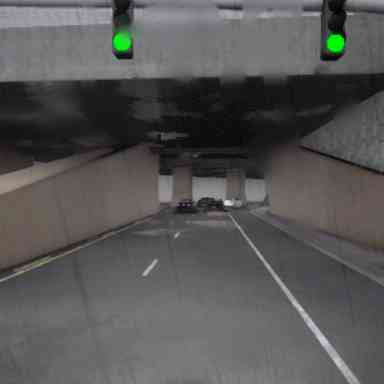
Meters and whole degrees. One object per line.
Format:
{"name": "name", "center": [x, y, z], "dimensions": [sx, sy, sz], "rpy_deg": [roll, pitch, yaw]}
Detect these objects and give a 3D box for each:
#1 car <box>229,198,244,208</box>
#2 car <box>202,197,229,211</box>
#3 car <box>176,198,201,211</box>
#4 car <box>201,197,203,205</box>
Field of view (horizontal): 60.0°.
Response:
{"name": "car", "center": [6.203, 1.562, 49.947], "dimensions": [1.812, 1.442, 4.674], "rpy_deg": [1, 0, 33]}
{"name": "car", "center": [2.928, 1.499, 40.045], "dimensions": [2.128, 1.511, 4.902], "rpy_deg": [1, 0, 9]}
{"name": "car", "center": [-0.593, 1.518, 40.195], "dimensions": [2.033, 1.411, 5.357], "rpy_deg": [1, 0, 9]}
{"name": "car", "center": [2.552, 1.504, 50.530], "dimensions": [1.837, 1.490, 4.892], "rpy_deg": [1, 0, 29]}
